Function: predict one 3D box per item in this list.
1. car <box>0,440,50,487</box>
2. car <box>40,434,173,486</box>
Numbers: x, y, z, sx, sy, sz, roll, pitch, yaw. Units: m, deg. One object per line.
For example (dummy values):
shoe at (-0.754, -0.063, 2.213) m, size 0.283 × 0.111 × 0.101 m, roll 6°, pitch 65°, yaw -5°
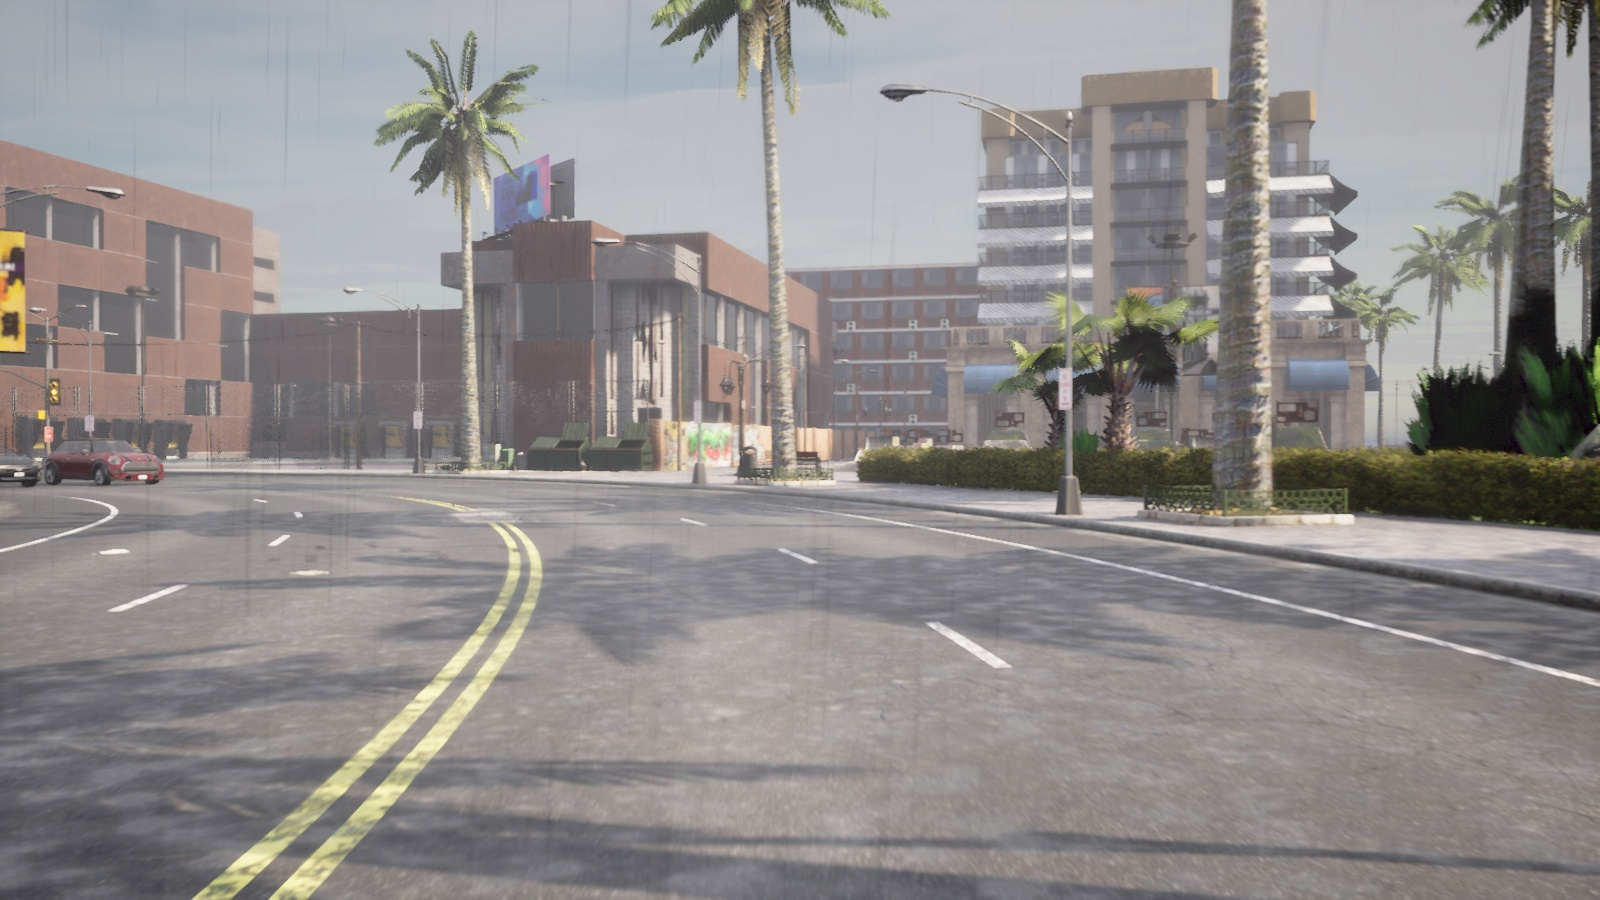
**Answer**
car at (-27.834, 0.428, 42.686) m, size 4.514 × 1.525 × 2.007 m, roll 0°, pitch 0°, yaw 28°
car at (-24.862, 0.328, 45.004) m, size 4.553 × 1.767 × 2.097 m, roll 0°, pitch 0°, yaw 30°
